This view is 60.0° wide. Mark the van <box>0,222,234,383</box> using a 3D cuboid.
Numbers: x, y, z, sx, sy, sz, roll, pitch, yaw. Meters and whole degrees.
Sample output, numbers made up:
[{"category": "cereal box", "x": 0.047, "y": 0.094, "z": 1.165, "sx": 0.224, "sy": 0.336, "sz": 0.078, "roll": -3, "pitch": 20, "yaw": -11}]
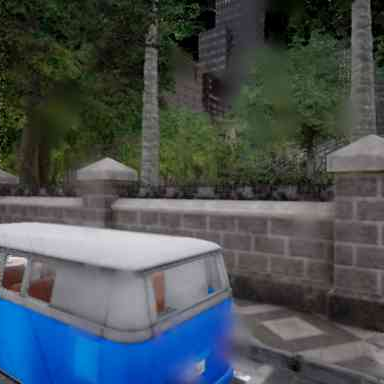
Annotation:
[{"category": "van", "x": -1.469, "y": 1.336, "z": 4.012, "sx": 3.998, "sy": 1.788, "sz": 1.690, "roll": 0, "pitch": 0, "yaw": 35}]
